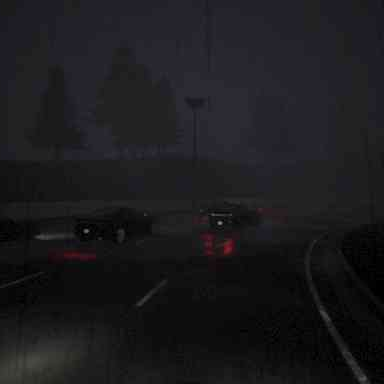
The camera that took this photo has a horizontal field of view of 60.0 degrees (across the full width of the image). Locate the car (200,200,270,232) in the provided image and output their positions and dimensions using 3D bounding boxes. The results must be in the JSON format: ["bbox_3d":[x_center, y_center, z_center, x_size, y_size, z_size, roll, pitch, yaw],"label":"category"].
[{"bbox_3d":[2.744,1.470,20.101,2.128,1.511,4.902,0,0,30],"label":"car"}]

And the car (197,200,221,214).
[{"bbox_3d":[2.386,1.478,31.587,1.812,1.442,4.674,0,0,42],"label":"car"}]

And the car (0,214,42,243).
[{"bbox_3d":[-8.385,1.463,12.867,2.033,1.411,5.357,0,0,17],"label":"car"}]

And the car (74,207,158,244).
[{"bbox_3d":[-3.350,1.422,15.692,1.882,1.535,5.008,0,0,21],"label":"car"}]

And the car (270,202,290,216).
[{"bbox_3d":[7.297,1.588,31.347,4.718,1.301,1.895,0,0,-44],"label":"car"}]
